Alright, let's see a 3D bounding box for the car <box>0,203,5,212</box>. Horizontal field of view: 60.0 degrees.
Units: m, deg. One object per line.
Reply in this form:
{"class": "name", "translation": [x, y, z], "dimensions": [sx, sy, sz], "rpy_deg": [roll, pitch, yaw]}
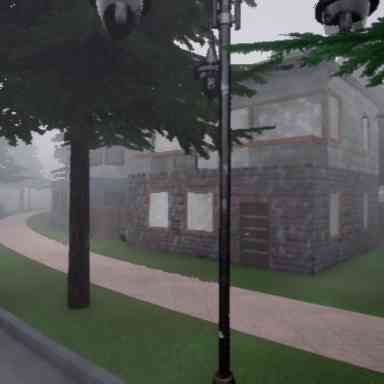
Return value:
{"class": "car", "translation": [-23.764, 1.663, 39.078], "dimensions": [1.882, 1.535, 5.008], "rpy_deg": [0, -1, -9]}
